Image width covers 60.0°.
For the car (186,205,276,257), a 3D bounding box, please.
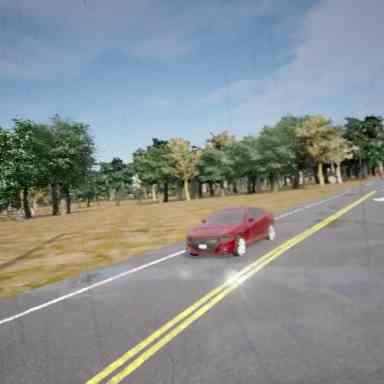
[{"bbox_3d":[1.607,1.305,12.511,1.882,1.535,5.008,-5,0,32],"label":"car"}]
